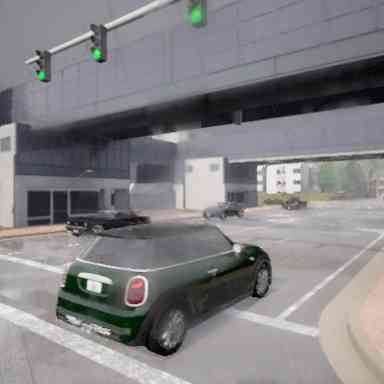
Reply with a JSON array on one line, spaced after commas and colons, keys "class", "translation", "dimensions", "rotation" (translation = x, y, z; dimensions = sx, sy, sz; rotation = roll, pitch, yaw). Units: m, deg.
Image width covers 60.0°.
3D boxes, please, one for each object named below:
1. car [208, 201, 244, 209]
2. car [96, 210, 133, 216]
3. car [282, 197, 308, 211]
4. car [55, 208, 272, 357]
[{"class": "car", "translation": [2.736, 1.556, 28.443], "dimensions": [2.128, 1.511, 4.902], "rotation": [0, 0, 36]}, {"class": "car", "translation": [-4.544, 1.667, 18.508], "dimensions": [1.895, 1.301, 4.718], "rotation": [0, 0, 36]}, {"class": "car", "translation": [13.295, 1.411, 42.772], "dimensions": [2.097, 1.767, 4.553], "rotation": [0, 0, 37]}, {"class": "car", "translation": [-0.160, 1.369, 6.485], "dimensions": [2.097, 1.767, 4.553], "rotation": [0, 0, 36]}]
